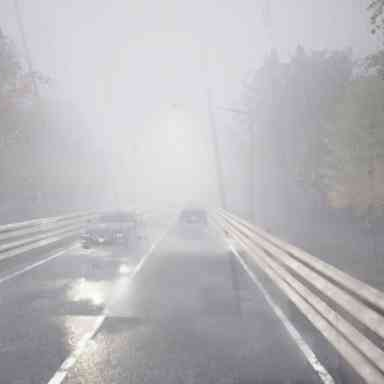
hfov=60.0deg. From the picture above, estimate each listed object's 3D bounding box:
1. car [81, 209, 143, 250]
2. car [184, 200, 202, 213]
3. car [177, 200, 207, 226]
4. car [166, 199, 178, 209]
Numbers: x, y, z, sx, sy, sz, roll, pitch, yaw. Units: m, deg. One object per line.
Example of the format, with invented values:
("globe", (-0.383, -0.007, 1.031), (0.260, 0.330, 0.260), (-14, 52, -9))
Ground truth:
("car", (-3.346, 1.545, 14.672), (1.837, 1.490, 4.892), (0, 0, 0))
("car", (0.108, 1.816, 42.854), (2.128, 1.511, 4.902), (0, -1, 0))
("car", (0.104, 1.593, 24.411), (1.882, 1.535, 5.008), (0, -1, 0))
("car", (-3.303, 1.945, 55.187), (1.882, 1.535, 5.008), (0, -1, 0))
